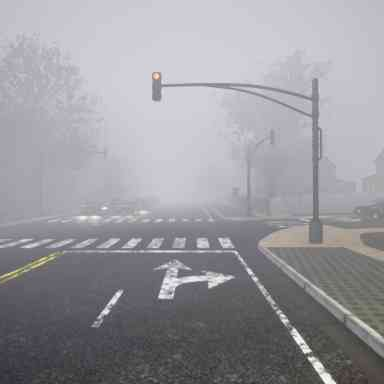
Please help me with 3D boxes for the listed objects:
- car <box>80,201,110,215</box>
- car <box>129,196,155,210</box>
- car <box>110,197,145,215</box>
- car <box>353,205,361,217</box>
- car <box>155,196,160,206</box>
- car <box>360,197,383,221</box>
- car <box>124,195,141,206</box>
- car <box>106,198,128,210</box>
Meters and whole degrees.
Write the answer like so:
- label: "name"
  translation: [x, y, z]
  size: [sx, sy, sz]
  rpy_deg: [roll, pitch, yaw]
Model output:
- label: "car"
  translation: [-9.826, 1.583, 33.684]
  size: [1.994, 1.385, 4.181]
  rpy_deg: [0, 0, 0]
- label: "car"
  translation: [-6.566, 1.522, 44.252]
  size: [2.128, 1.511, 4.902]
  rpy_deg: [0, 0, 0]
- label: "car"
  translation: [-6.576, 1.567, 34.376]
  size: [2.033, 1.411, 5.357]
  rpy_deg: [0, 0, 0]
- label: "car"
  translation: [13.176, 1.036, 22.518]
  size: [4.181, 1.385, 1.994]
  rpy_deg: [-2, -1, -6]
- label: "car"
  translation: [-6.548, 1.398, 55.863]
  size: [2.097, 1.767, 4.553]
  rpy_deg: [0, 0, 0]
- label: "car"
  translation: [12.869, 1.053, 19.532]
  size: [4.718, 1.301, 1.895]
  rpy_deg: [-2, -1, -6]
- label: "car"
  translation: [-9.799, 1.396, 55.016]
  size: [2.097, 1.767, 4.553]
  rpy_deg: [0, 0, 0]
- label: "car"
  translation: [-9.816, 1.535, 43.964]
  size: [1.837, 1.490, 4.892]
  rpy_deg: [0, 0, 0]
